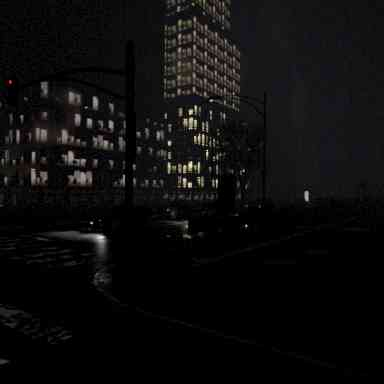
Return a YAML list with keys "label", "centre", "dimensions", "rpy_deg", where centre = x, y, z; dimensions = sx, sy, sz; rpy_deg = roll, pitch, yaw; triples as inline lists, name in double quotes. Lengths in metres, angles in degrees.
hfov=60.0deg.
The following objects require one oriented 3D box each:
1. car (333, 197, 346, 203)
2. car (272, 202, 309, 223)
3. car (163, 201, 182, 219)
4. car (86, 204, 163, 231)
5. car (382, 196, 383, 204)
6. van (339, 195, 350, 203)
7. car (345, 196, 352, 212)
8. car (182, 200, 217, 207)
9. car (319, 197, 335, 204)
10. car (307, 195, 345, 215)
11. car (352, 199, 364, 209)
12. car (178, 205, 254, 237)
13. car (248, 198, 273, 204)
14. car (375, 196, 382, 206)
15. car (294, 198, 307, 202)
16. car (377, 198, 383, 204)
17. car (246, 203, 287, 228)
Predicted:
- label: "car"
  centre: [34.748, 1.861, 78.344]
  dimensions: [1.752, 1.417, 4.829]
  rpy_deg: [1, 0, 36]
- label: "car"
  centre: [8.031, 1.778, 27.873]
  dimensions: [1.802, 1.307, 4.206]
  rpy_deg: [1, 0, 36]
- label: "car"
  centre: [-1.541, 1.480, 29.450]
  dimensions: [1.967, 1.590, 4.097]
  rpy_deg: [1, 0, 36]
- label: "car"
  centre: [-4.337, 1.548, 21.088]
  dimensions: [1.837, 1.490, 4.892]
  rpy_deg: [1, 0, 36]
- label: "car"
  centre: [41.592, 1.783, 73.502]
  dimensions: [2.192, 1.841, 5.009]
  rpy_deg: [1, 0, 36]
- label: "van"
  centre: [38.150, 1.705, 82.945]
  dimensions: [1.690, 1.788, 3.998]
  rpy_deg: [1, 0, 36]
- label: "car"
  centre: [18.540, 1.720, 42.223]
  dimensions: [1.967, 1.590, 4.097]
  rpy_deg: [1, 0, 36]
- label: "car"
  centre: [1.659, 1.568, 29.198]
  dimensions: [1.882, 1.535, 5.008]
  rpy_deg: [1, 0, 36]
- label: "car"
  centre: [28.251, 1.848, 69.552]
  dimensions: [1.947, 1.339, 4.313]
  rpy_deg: [1, 0, 36]
- label: "car"
  centre: [15.269, 1.569, 37.738]
  dimensions: [2.192, 1.841, 5.009]
  rpy_deg: [1, 0, 36]
- label: "car"
  centre: [25.096, 1.773, 51.180]
  dimensions: [1.967, 1.590, 4.097]
  rpy_deg: [1, 0, 36]
- label: "car"
  centre: [1.517, 1.696, 19.056]
  dimensions: [2.008, 1.369, 4.403]
  rpy_deg: [1, 0, 36]
- label: "car"
  centre: [7.744, 1.492, 37.413]
  dimensions: [2.097, 1.767, 4.553]
  rpy_deg: [1, 0, 37]
- label: "car"
  centre: [35.093, 1.940, 64.710]
  dimensions: [1.752, 1.417, 4.829]
  rpy_deg: [1, 0, 36]
- label: "car"
  centre: [18.253, 1.726, 56.023]
  dimensions: [1.752, 1.417, 4.829]
  rpy_deg: [1, 0, 36]
- label: "car"
  centre: [44.888, 2.047, 77.967]
  dimensions: [2.008, 1.369, 4.403]
  rpy_deg: [1, 0, 36]
- label: "car"
  centre: [4.775, 1.736, 23.465]
  dimensions: [1.947, 1.339, 4.313]
  rpy_deg: [1, 0, 36]
